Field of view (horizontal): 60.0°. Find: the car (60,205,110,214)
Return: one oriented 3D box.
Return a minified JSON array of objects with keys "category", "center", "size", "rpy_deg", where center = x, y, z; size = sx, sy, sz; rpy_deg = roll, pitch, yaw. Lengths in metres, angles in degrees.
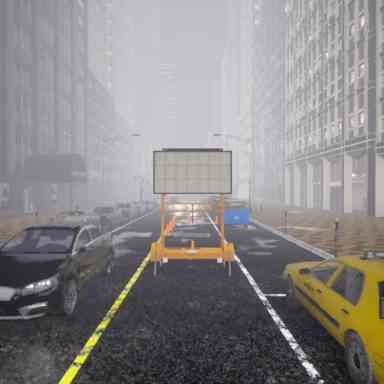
[{"category":"car","center":[-5.691,1.547,16.232],"size":[2.008,1.369,4.403],"rpy_deg":[-1,0,0]}]

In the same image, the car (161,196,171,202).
[{"category":"car","center":[-5.668,1.563,73.068],"size":[1.802,1.307,4.206],"rpy_deg":[-1,0,0]}]

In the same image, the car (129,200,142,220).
[{"category":"car","center":[-5.687,1.538,27.599],"size":[1.887,1.381,4.507],"rpy_deg":[-1,0,0]}]

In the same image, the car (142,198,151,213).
[{"category":"car","center":[-5.685,1.543,33.283],"size":[2.008,1.369,4.403],"rpy_deg":[-1,0,0]}]

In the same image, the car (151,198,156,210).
[{"category":"car","center":[-5.682,1.573,38.967],"size":[1.802,1.307,4.206],"rpy_deg":[-1,0,0]}]

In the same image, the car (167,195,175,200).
[{"category":"car","center":[-5.661,1.501,89.950],"size":[1.752,1.417,4.829],"rpy_deg":[-1,0,0]}]

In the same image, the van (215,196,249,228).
[{"category":"van","center":[2.690,1.336,21.912],"size":[1.690,1.788,3.998],"rpy_deg":[-1,0,0]}]

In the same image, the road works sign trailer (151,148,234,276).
[{"category":"road works sign trailer","center":[0.020,0.462,10.279],"size":[2.380,3.560,2.880],"rpy_deg":[0,0,0]}]

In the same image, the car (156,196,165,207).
[{"category":"car","center":[-5.678,1.539,50.334],"size":[2.008,1.369,4.403],"rpy_deg":[-1,0,0]}]

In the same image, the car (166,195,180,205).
[{"category":"car","center":[-2.977,1.491,56.828],"size":[1.837,1.490,4.892],"rpy_deg":[0,0,0]}]

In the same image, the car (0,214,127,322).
[{"category":"car","center":[-3.100,1.490,7.505],"size":[2.128,1.511,4.902],"rpy_deg":[0,0,0]}]

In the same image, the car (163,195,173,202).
[{"category":"car","center":[-5.667,1.420,78.752],"size":[1.967,1.590,4.097],"rpy_deg":[-1,0,0]}]

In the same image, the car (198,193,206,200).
[{"category":"car","center":[2.717,1.291,90.116],"size":[2.192,1.841,5.009],"rpy_deg":[-1,0,0]}]

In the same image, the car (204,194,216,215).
[{"category":"car","center":[2.694,1.307,33.279],"size":[2.192,1.841,5.009],"rpy_deg":[-1,0,0]}]

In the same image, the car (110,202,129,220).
[{"category":"car","center":[-5.689,1.561,21.916],"size":[1.947,1.339,4.313],"rpy_deg":[-1,0,0]}]

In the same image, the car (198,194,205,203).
[{"category":"car","center":[2.708,1.536,61.697],"size":[2.008,1.369,4.403],"rpy_deg":[-1,0,0]}]

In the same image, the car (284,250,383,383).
[{"category":"car","center":[2.685,1.524,5.031],"size":[1.752,1.417,4.829],"rpy_deg":[-1,0,0]}]

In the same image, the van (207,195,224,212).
[{"category":"van","center":[2.696,1.332,38.963],"size":[1.690,1.788,3.998],"rpy_deg":[-1,0,0]}]
